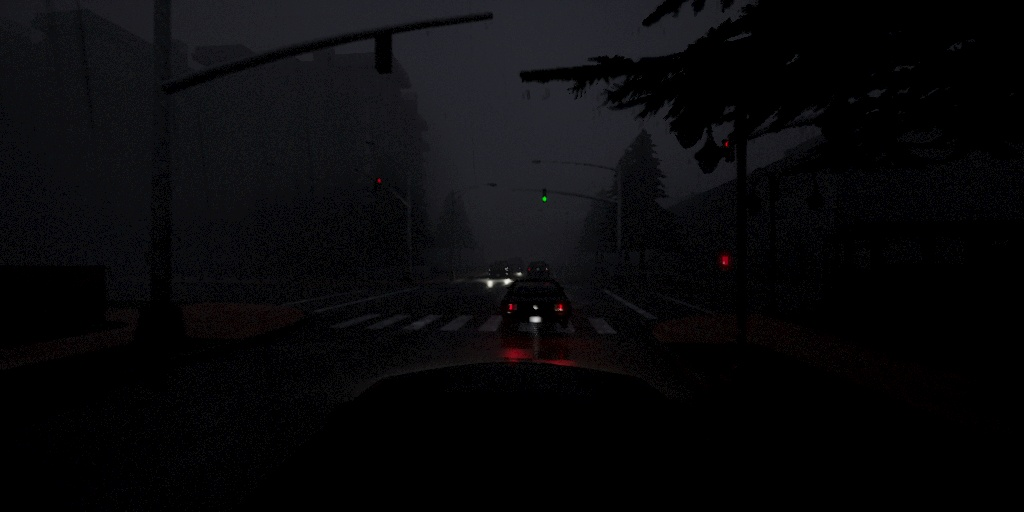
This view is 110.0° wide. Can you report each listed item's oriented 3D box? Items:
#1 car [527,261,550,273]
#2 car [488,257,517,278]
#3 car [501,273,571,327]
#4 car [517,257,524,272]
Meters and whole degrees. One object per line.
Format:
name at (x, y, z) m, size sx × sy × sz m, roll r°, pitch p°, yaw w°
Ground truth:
car at (2.571, 1.240, 34.665) m, size 2.097 × 1.767 × 4.553 m, roll 0°, pitch 0°, yaw 6°
car at (-1.060, 1.233, 35.507) m, size 2.097 × 1.767 × 4.553 m, roll 0°, pitch 0°, yaw 6°
car at (0.749, 1.387, 11.609) m, size 1.895 × 1.301 × 4.718 m, roll 0°, pitch 0°, yaw 3°
car at (0.416, 1.144, 49.687) m, size 2.150 × 2.045 × 5.566 m, roll 0°, pitch 0°, yaw 6°
